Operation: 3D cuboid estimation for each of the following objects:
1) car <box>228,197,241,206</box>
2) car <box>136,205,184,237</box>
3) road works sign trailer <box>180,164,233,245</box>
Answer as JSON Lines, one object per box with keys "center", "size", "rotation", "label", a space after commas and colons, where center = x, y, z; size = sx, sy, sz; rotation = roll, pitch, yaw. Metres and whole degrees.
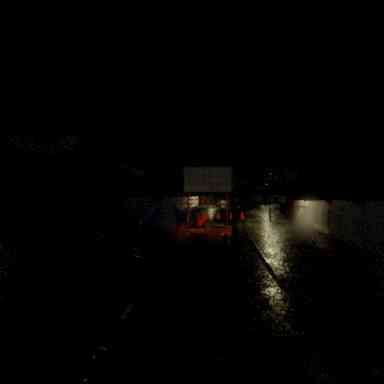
{"center": [7.494, 1.593, 59.143], "size": [1.882, 1.535, 5.008], "rotation": [0, 0, 15], "label": "car"}
{"center": [-1.638, 1.489, 18.511], "size": [1.882, 1.535, 5.008], "rotation": [0, 0, 7], "label": "car"}
{"center": [0.762, 0.472, 15.730], "size": [2.380, 3.560, 2.880], "rotation": [0, 0, 7], "label": "road works sign trailer"}
